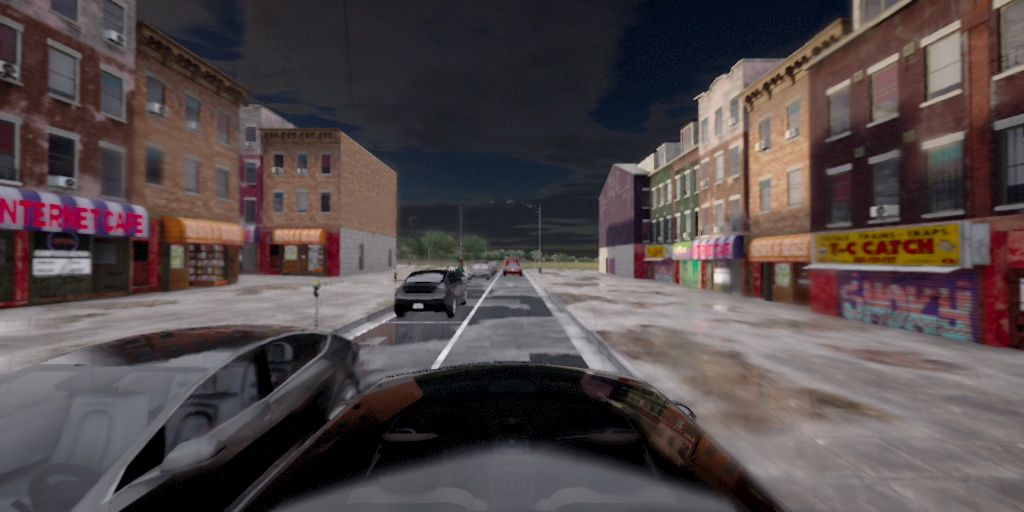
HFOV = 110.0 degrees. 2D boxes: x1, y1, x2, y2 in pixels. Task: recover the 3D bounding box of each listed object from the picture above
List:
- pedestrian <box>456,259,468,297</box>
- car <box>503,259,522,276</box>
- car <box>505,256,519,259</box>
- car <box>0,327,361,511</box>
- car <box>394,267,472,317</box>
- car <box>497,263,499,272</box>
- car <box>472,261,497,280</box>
[{"bbox_3d":[-2.263,1.012,15.890,0.375,1.860,0.375,-1,-1,0],"label":"pedestrian"},{"bbox_3d":[0.085,1.302,37.650,1.994,1.385,4.181,0,0,0],"label":"car"},{"bbox_3d":[-0.011,0.982,48.964,2.150,2.045,5.566,0,0,-1],"label":"car"},{"bbox_3d":[-2.636,1.313,2.588,1.948,1.339,4.313,0,0,0],"label":"car"},{"bbox_3d":[-2.748,1.228,12.933,1.837,1.490,4.892,0,0,0],"label":"car"},{"bbox_3d":[-2.631,1.300,35.822,1.948,1.339,4.313,0,0,0],"label":"car"},{"bbox_3d":[-2.632,1.275,30.282,2.007,1.370,4.403,0,0,0],"label":"car"}]
